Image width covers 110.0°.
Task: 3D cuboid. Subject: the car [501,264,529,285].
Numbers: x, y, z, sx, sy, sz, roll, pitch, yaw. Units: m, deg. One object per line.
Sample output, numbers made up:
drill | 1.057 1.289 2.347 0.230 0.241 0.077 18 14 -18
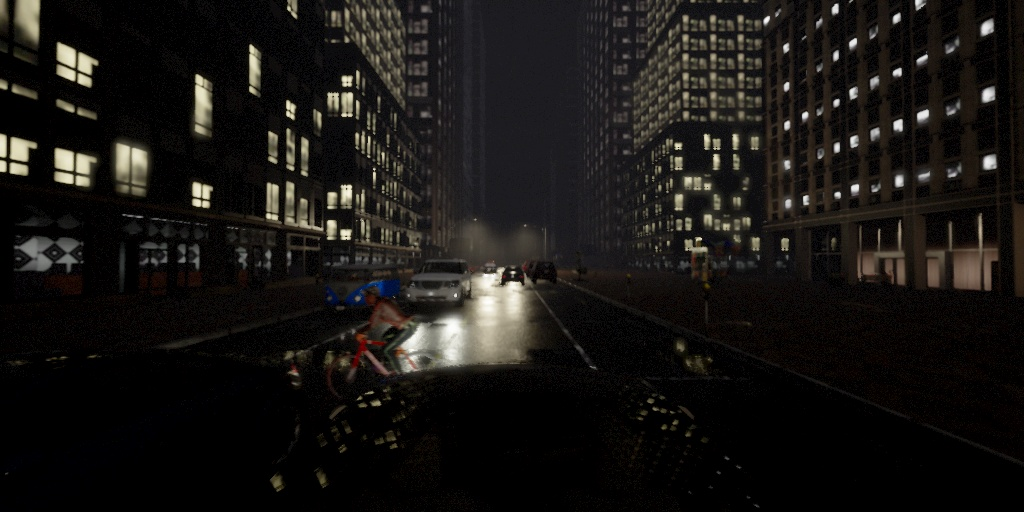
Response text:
car | 0.085 1.608 29.393 2.033 1.411 5.357 0 -1 1

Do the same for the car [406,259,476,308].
car | -3.105 1.140 16.472 2.150 2.045 5.566 0 -1 0

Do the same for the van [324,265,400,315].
van | -5.695 1.229 13.992 1.690 1.789 3.998 0 0 0

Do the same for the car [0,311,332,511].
car | -3.094 1.318 2.002 1.994 1.385 4.181 0 -1 0

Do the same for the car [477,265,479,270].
car | -5.719 1.840 47.226 1.802 1.307 4.207 0 0 0

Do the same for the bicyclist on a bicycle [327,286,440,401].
bicyclist on a bicycle | -1.805 1.242 5.048 1.656 1.620 0.582 -2 -1 0

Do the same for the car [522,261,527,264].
car | 2.665 1.512 41.694 2.192 1.841 5.009 0 0 0

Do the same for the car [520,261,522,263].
car | 2.657 1.634 52.772 2.192 1.841 5.009 0 0 0

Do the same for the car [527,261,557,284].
car | 2.673 1.389 30.615 2.192 1.841 5.009 0 0 0

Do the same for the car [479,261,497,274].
car | -3.127 1.794 51.253 2.128 1.511 4.902 0 -1 0
